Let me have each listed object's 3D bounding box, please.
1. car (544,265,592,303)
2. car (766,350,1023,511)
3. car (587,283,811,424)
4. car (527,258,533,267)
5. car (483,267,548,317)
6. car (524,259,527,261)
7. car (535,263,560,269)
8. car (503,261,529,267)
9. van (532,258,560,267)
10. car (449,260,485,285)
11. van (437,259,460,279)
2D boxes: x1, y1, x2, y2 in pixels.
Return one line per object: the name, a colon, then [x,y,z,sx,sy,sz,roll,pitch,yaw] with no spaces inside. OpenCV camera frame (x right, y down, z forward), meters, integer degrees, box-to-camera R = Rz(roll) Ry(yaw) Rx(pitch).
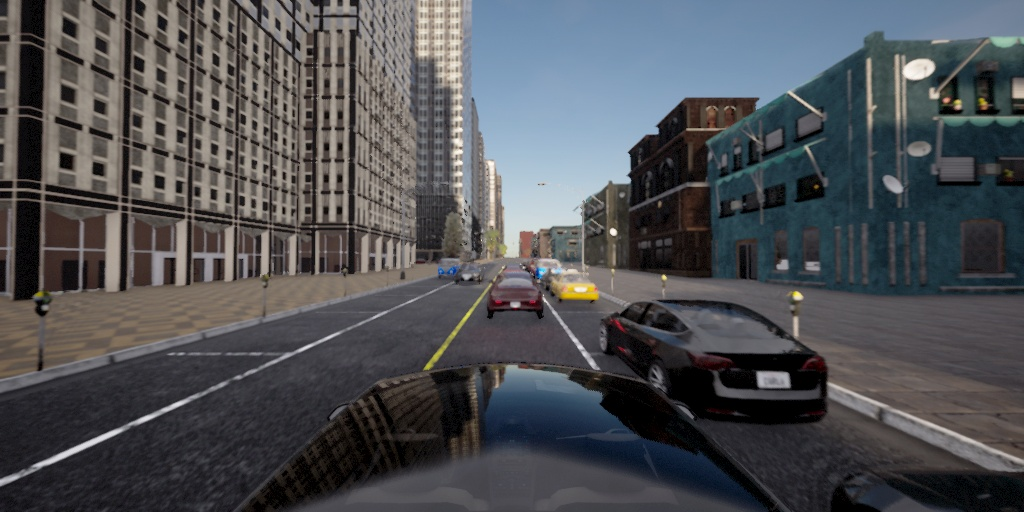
car: [2.694,1.288,16.445,1.751,1.417,4.829,0,0,0]
car: [2.691,1.315,0.241,1.948,1.339,4.313,0,0,0]
car: [2.692,1.319,5.784,1.948,1.339,4.313,0,0,0]
car: [2.696,1.215,32.709,1.967,1.591,4.097,0,0,0]
car: [0.102,1.286,13.037,1.812,1.442,4.674,0,0,0]
car: [2.697,1.093,38.188,2.192,1.841,5.009,0,0,0]
car: [2.695,1.318,21.754,2.007,1.370,4.403,0,0,0]
car: [0.106,1.337,29.842,1.994,1.385,4.181,0,0,0]
van: [2.696,1.112,27.232,1.690,1.789,3.998,0,0,0]
car: [-3.091,1.263,26.925,2.128,1.511,4.902,0,0,0]
van: [-5.685,1.116,32.708,1.690,1.789,3.998,0,0,0]
